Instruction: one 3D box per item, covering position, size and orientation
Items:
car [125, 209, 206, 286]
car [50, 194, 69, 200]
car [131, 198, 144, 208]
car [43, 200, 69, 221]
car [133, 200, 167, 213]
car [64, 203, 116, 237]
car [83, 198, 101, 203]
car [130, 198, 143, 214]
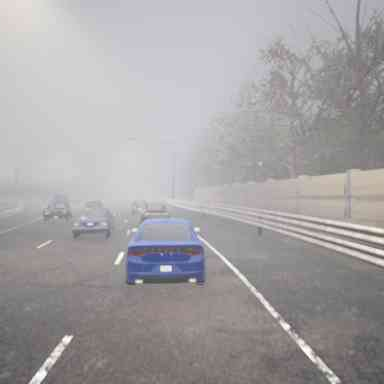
[{"bbox_3d":[-0.741,1.485,9.555,1.882,1.535,5.008,0,0,-4],"label":"car"},{"bbox_3d":[-19.223,1.266,48.170,2.150,2.045,5.566,0,0,-27],"label":"car"},{"bbox_3d":[-8.305,1.642,51.208,1.895,1.301,4.718,0,0,-7],"label":"car"},{"bbox_3d":[-11.050,1.627,27.626,1.895,1.301,4.718,0,0,-16],"label":"car"},{"bbox_3d":[-2.583,1.510,22.197,2.128,1.511,4.902,0,0,-12],"label":"car"},{"bbox_3d":[-5.237,1.563,18.067,2.033,1.411,5.357,0,0,-10],"label":"car"},{"bbox_3d":[-12.694,1.529,42.454,2.128,1.511,4.902,0,0,-23],"label":"car"},{"bbox_3d":[-5.296,1.575,33.989,2.033,1.411,5.357,0,0,-12],"label":"car"}]
